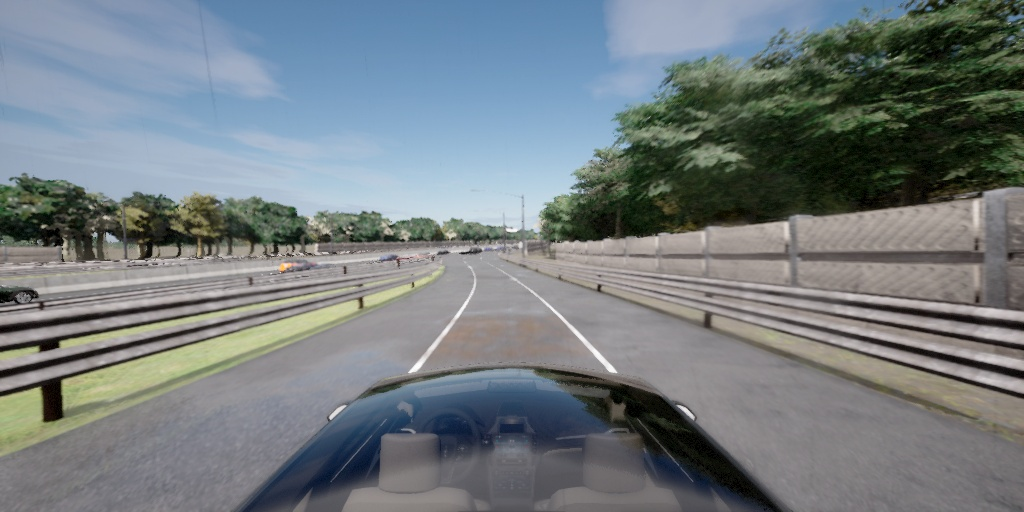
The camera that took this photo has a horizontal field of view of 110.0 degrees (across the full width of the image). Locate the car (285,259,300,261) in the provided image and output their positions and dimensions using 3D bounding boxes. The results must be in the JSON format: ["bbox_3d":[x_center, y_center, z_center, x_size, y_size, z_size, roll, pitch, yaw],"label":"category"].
[{"bbox_3d":[-27.064,1.137,45.713,2.097,1.767,4.553,0,3,13],"label":"car"}]

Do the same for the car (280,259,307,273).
[{"bbox_3d":[-24.197,1.447,42.503,2.033,1.411,5.357,0,3,13],"label":"car"}]

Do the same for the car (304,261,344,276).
[{"bbox_3d":[-20.965,1.500,40.916,1.994,1.385,4.181,0,3,13],"label":"car"}]

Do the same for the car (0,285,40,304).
[{"bbox_3d":[-32.451,2.227,21.719,2.097,1.767,4.553,0,3,13],"label":"car"}]
